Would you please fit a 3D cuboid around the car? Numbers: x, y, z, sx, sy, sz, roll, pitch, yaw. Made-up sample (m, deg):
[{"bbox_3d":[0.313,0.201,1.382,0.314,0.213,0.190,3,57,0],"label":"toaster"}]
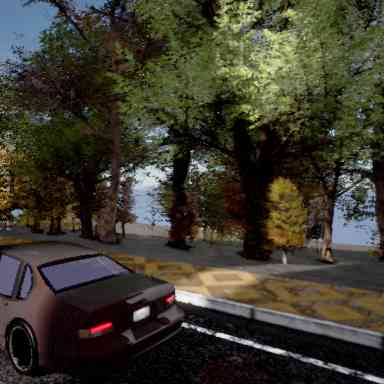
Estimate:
[{"bbox_3d":[-2.680,1.564,5.565,5.357,1.411,2.033,0,0,35],"label":"car"}]
